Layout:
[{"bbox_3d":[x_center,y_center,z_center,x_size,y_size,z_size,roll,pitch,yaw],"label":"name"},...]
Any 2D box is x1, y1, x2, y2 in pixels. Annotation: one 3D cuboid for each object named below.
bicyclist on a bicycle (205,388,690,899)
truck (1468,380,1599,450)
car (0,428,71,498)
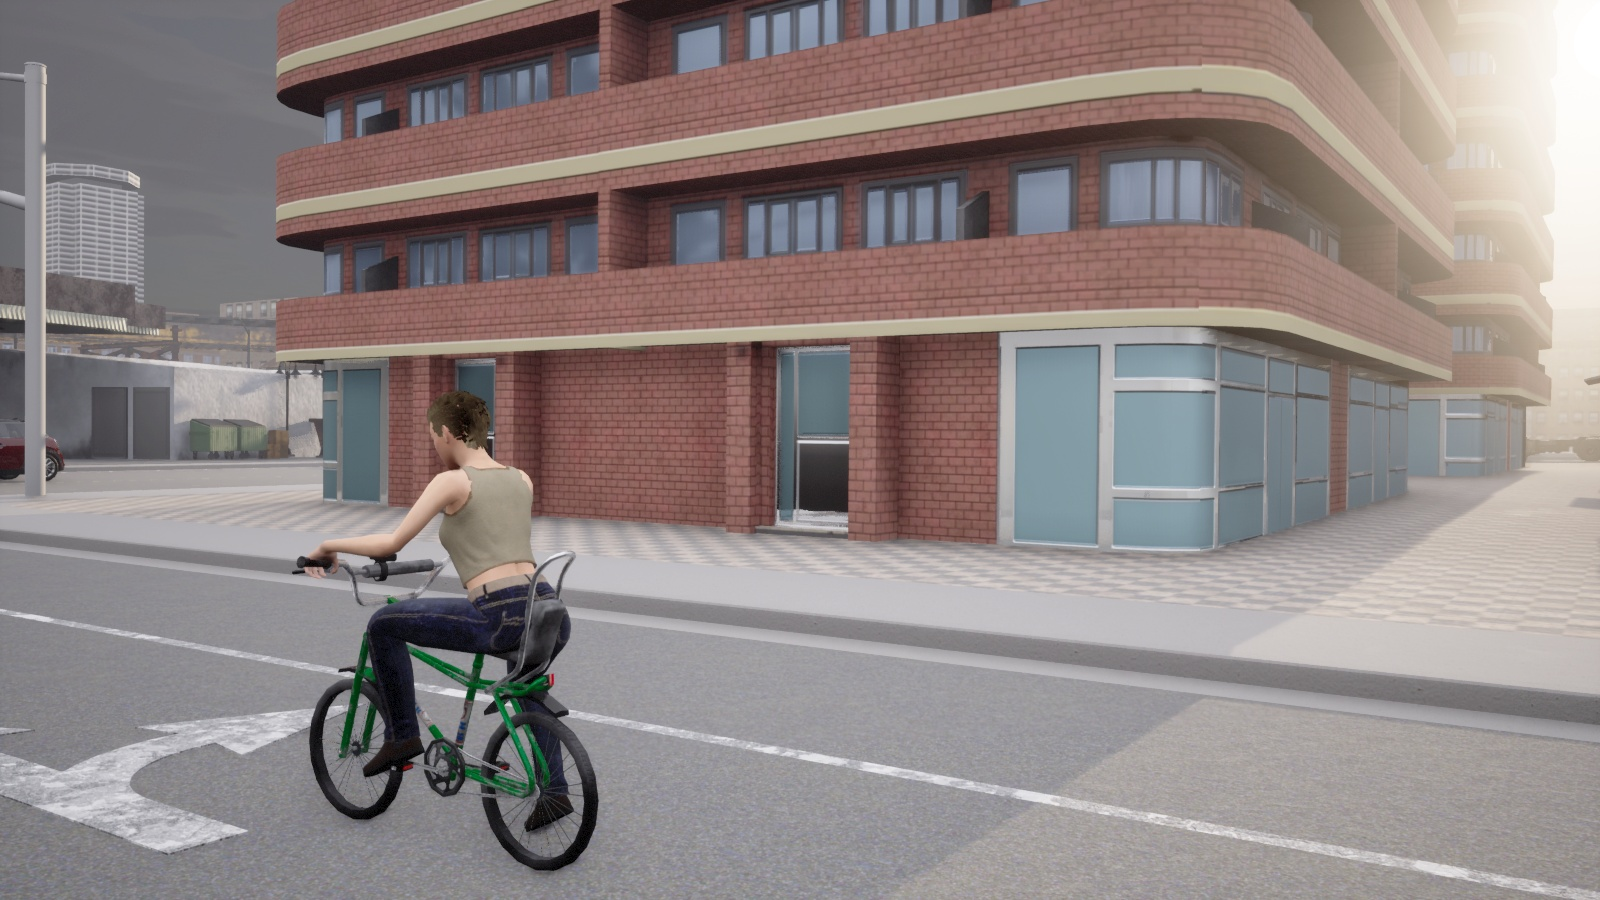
[{"bbox_3d":[-1.262,0.618,4.465,1.509,1.612,0.866,0,1,33],"label":"bicyclist on a bicycle"},{"bbox_3d":[40.183,-1.846,66.801,7.936,3.462,2.891,-1,0,34],"label":"truck"},{"bbox_3d":[-21.615,0.346,32.207,2.097,1.767,4.553,0,1,32],"label":"car"}]
